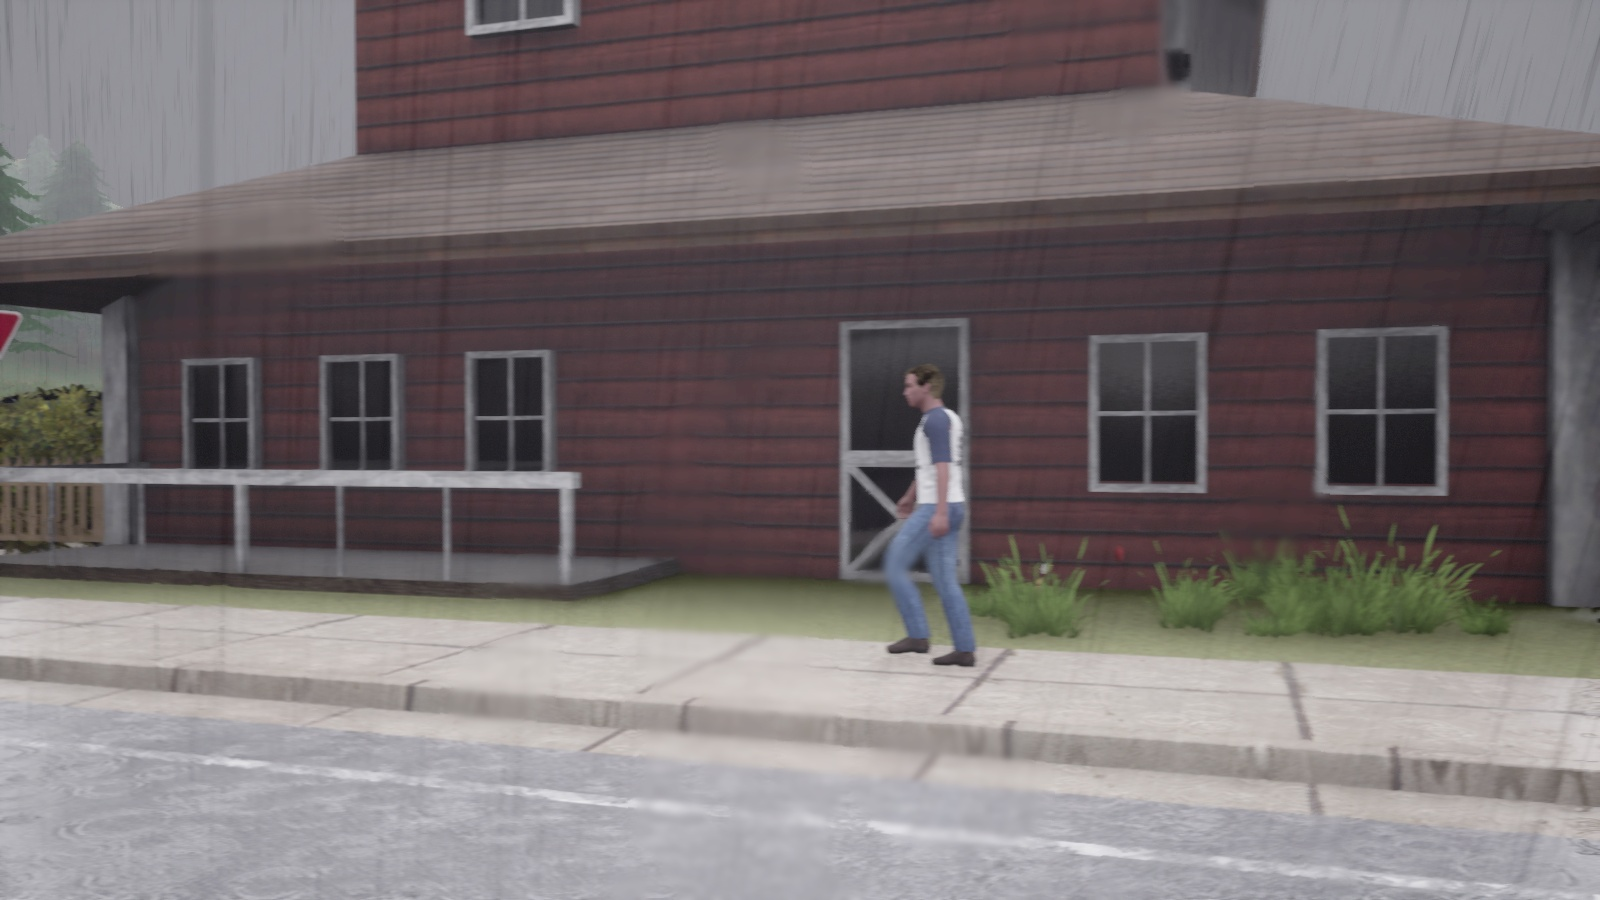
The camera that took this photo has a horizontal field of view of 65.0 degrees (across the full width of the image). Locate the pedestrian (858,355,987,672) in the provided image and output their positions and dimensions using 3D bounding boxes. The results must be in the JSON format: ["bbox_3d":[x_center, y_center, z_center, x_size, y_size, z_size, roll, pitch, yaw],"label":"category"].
[{"bbox_3d":[0.738,0.364,7.522,0.706,1.836,0.354,0,1,16],"label":"pedestrian"}]
